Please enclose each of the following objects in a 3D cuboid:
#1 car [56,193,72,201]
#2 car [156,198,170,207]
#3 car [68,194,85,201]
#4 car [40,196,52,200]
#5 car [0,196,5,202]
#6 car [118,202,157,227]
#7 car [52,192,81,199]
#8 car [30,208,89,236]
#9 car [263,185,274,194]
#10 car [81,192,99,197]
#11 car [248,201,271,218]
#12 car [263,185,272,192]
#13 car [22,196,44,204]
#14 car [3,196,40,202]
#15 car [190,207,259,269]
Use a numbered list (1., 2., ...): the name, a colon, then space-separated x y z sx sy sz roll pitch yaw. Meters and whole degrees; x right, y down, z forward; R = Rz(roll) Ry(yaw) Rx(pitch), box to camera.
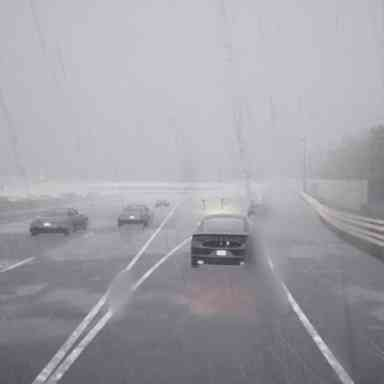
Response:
1. car: -29.287 1.073 76.154 2.097 1.767 4.553 0 0 -1
2. car: -4.200 1.547 48.991 1.895 1.301 4.718 0 0 -1
3. car: -25.737 1.279 74.164 2.033 1.411 5.357 0 0 -1
4. car: -25.418 1.396 58.319 1.994 1.385 4.181 0 0 0
5. car: -25.167 1.291 42.430 2.097 1.767 4.553 0 0 -1
6. car: -3.781 1.558 22.881 1.994 1.385 4.181 0 0 -1
7. car: -21.917 1.062 58.238 2.150 2.045 5.566 0 0 0
8. car: -7.124 1.552 18.296 1.994 1.385 4.181 0 0 -1
9. car: 16.872 -0.278 72.670 1.837 1.490 4.892 0 3 11
10. car: -22.236 0.972 74.162 2.150 2.045 5.566 0 0 -1
11. car: 6.313 1.548 31.146 2.128 1.511 4.902 0 1 17
12. car: 18.735 -0.978 82.575 1.882 1.535 5.008 0 3 9
13. car: -28.941 1.407 60.755 1.895 1.301 4.718 0 0 -1
14. car: -21.670 1.510 42.377 1.994 1.385 4.181 0 0 -1
15. car: 1.143 1.483 11.363 1.882 1.535 5.008 0 0 8
